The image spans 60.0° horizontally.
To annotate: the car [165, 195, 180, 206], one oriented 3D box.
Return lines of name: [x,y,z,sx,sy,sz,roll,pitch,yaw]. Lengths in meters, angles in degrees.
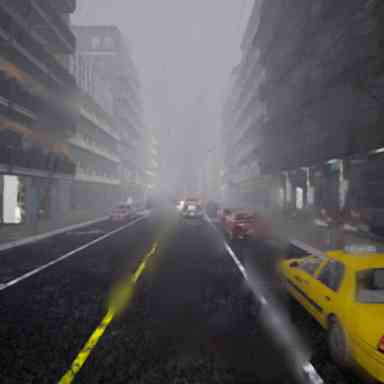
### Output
car: [-3.151,1.565,57.963,2.097,1.767,4.553,0,0,0]

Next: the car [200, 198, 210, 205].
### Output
car: [2.568,1.833,67.692,1.802,1.307,4.206,0,0,0]

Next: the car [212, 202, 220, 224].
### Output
car: [2.652,1.616,22.394,1.887,1.381,4.507,0,0,0]

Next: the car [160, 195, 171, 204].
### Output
car: [-5.824,1.603,73.359,2.192,1.841,5.009,0,0,0]

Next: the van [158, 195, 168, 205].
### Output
van: [-5.812,1.599,67.699,1.690,1.788,3.998,0,0,0]

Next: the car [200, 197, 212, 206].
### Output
car: [2.578,1.666,62.029,1.967,1.590,4.097,0,0,0]

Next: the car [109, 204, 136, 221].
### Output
car: [-5.739,1.681,28.061,1.802,1.307,4.206,0,0,0]

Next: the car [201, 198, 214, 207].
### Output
car: [2.589,1.747,56.369,1.887,1.381,4.507,0,0,0]

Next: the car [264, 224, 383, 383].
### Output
car: [2.683,1.539,5.580,1.752,1.417,4.829,0,0,0]

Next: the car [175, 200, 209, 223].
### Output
car: [0.019,1.637,26.621,2.033,1.411,5.357,0,0,0]

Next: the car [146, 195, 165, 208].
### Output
car: [-5.781,1.502,50.712,2.192,1.841,5.009,0,0,0]

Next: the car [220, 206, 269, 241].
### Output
car: [2.662,1.595,16.732,1.887,1.381,4.507,0,0,0]

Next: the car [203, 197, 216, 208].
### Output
car: [2.610,1.709,45.044,2.008,1.369,4.403,0,0,0]

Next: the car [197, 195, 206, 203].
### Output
car: [2.242,1.677,80.610,2.097,1.767,4.553,0,0,0]

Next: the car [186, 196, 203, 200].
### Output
car: [-0.001,1.506,43.566,2.097,1.767,4.553,0,0,0]
